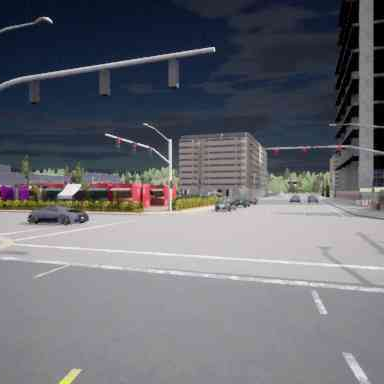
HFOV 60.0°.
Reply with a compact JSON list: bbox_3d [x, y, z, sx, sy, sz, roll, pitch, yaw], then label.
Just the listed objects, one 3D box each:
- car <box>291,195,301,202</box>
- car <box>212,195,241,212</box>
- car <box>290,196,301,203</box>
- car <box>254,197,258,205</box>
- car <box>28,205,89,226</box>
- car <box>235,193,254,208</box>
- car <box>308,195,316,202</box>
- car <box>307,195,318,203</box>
[{"bbox_3d":[24.545,1.540,78.444,2.033,1.411,5.357,0,0,19],"label":"car"},{"bbox_3d":[4.090,1.491,39.726,2.128,1.511,4.902,0,0,19],"label":"car"},{"bbox_3d":[21.474,1.554,69.217,1.994,1.385,4.181,0,0,19],"label":"car"},{"bbox_3d":[10.455,1.564,58.643,1.994,1.385,4.181,0,0,19],"label":"car"},{"bbox_3d":[-9.515,1.620,23.699,4.181,1.385,1.994,0,0,17],"label":"car"},{"bbox_3d":[7.239,1.221,49.113,2.150,2.045,5.566,0,0,18],"label":"car"},{"bbox_3d":[27.967,1.524,77.643,1.812,1.442,4.674,0,0,19],"label":"car"},{"bbox_3d":[24.684,1.541,67.785,2.033,1.411,5.357,0,0,19],"label":"car"}]
